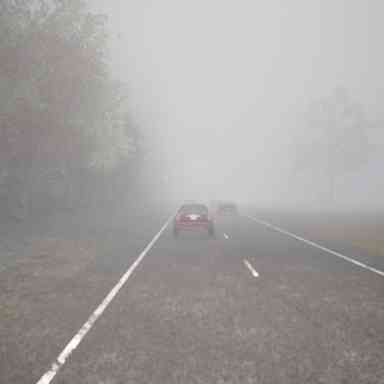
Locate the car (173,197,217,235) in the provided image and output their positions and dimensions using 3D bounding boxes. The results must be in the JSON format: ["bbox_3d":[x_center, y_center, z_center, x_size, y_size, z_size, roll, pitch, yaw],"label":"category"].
[{"bbox_3d":[0.075,1.353,18.953,2.097,1.767,4.553,0,0,0],"label":"car"}]

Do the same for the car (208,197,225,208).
[{"bbox_3d":[3.482,1.486,48.114,2.128,1.511,4.902,0,0,0],"label":"car"}]

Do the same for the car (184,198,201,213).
[{"bbox_3d":[0.050,1.505,38.749,1.837,1.490,4.892,0,1,0],"label":"car"}]

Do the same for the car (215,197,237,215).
[{"bbox_3d":[3.463,1.476,33.964,1.882,1.535,5.008,0,0,0],"label":"car"}]
